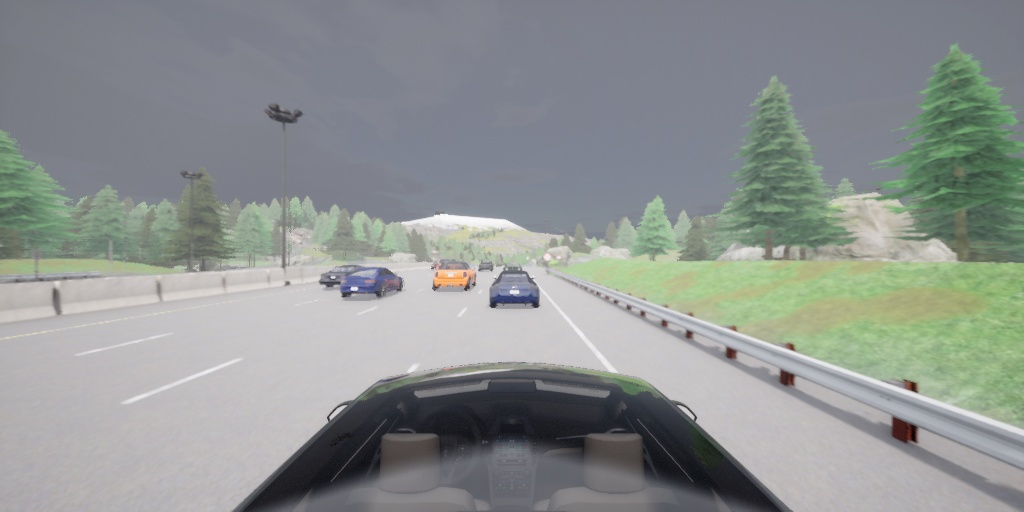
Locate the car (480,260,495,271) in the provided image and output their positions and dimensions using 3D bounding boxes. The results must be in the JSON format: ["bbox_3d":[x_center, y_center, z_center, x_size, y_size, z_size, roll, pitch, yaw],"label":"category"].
[{"bbox_3d":[-3.409,1.291,48.389,2.128,1.511,4.902,0,-1,0],"label":"car"}]

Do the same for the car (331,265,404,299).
[{"bbox_3d":[-6.904,1.266,18.002,1.812,1.442,4.674,0,0,0],"label":"car"}]

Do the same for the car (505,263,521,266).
[{"bbox_3d":[0.091,1.336,37.321,1.895,1.301,4.718,0,0,0],"label":"car"}]

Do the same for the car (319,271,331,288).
[{"bbox_3d":[-10.406,1.284,23.371,2.033,1.411,5.357,0,0,0],"label":"car"}]

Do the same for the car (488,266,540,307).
[{"bbox_3d":[0.096,1.302,15.347,1.994,1.385,4.181,0,0,0],"label":"car"}]

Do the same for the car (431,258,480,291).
[{"bbox_3d":[-3.406,1.087,22.043,2.097,1.767,4.553,0,0,0],"label":"car"}]
